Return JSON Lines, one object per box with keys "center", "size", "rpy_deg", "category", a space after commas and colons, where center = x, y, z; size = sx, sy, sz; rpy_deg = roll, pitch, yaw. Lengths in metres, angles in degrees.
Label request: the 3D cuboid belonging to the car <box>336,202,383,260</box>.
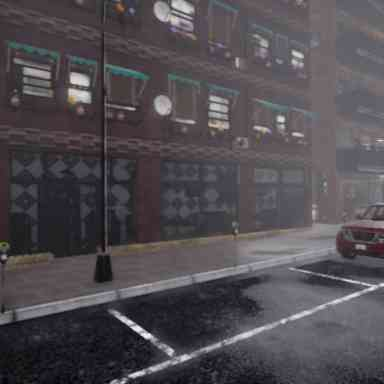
{"center": [6.920, 1.244, 11.097], "size": [5.009, 1.841, 2.192], "rpy_deg": [-1, 0, -36], "category": "car"}
